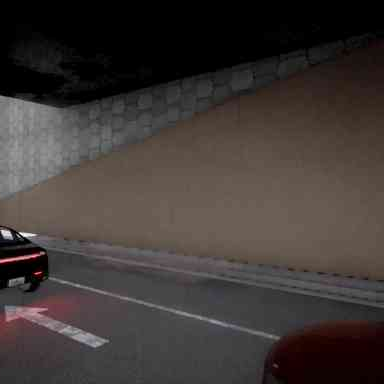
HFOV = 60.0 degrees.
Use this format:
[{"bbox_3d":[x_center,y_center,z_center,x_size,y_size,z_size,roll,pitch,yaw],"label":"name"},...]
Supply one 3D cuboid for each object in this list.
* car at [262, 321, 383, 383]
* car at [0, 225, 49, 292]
[{"bbox_3d":[2.702,1.526,1.957,4.674,1.442,1.812,0,0,36],"label":"car"},{"bbox_3d":[-5.305,1.492,7.728,4.902,1.511,2.128,0,0,35],"label":"car"}]
